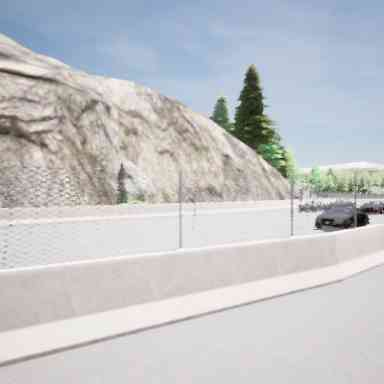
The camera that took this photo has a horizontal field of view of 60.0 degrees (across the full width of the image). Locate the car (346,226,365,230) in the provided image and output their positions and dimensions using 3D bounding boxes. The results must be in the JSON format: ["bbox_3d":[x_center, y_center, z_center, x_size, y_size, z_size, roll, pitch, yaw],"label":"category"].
[{"bbox_3d":[9.418,1.603,20.744,4.181,1.385,1.994,0,0,-42],"label":"car"}]
